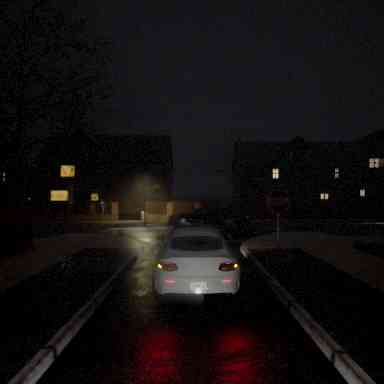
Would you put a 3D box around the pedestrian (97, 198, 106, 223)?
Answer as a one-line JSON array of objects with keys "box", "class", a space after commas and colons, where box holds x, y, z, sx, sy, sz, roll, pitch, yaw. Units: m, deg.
[{"box": [-6.720, 1.365, 24.666, 0.375, 1.860, 0.375, 0, -1, 1], "class": "pedestrian"}]

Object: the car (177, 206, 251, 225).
[{"box": [1.086, 1.626, 21.643, 5.357, 1.411, 2.033, -1, -1, 1], "class": "car"}]

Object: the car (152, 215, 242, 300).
[{"box": [0.072, 1.528, 8.302, 1.812, 1.442, 4.674, 0, 0, -1], "class": "car"}]
